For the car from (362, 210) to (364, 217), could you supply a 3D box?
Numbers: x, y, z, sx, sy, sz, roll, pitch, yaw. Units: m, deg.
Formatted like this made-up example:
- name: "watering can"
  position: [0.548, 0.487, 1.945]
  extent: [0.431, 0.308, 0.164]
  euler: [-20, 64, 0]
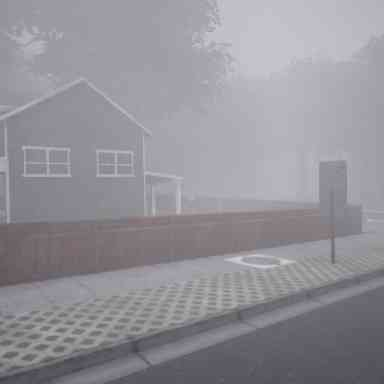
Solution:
- name: "car"
  position: [11.191, 1.333, 26.157]
  extent: [1.994, 1.385, 4.181]
  euler: [-2, 2, -36]

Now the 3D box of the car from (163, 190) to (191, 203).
- name: "car"
  position: [-2.037, 0.598, 44.582]
  extent: [2.097, 1.767, 4.553]
  euler: [-2, 2, -36]

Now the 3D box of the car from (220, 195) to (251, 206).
- name: "car"
  position: [4.936, 1.043, 34.860]
  extent: [2.128, 1.511, 4.902]
  euler: [-2, 2, -36]
